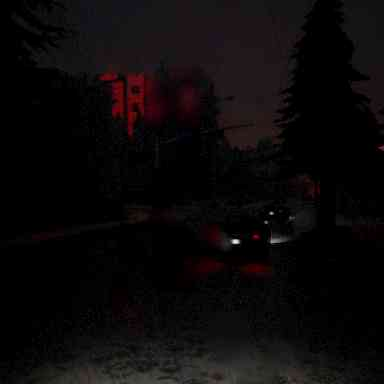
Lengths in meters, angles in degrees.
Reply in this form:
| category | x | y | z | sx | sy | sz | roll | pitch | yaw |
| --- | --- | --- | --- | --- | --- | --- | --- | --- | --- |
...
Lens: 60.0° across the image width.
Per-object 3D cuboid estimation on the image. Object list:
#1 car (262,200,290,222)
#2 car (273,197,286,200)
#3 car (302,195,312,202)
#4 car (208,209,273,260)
| category | x | y | z | sx | sy | sz | roll | pitch | yaw |
| --- | --- | --- | --- | --- | --- | --- | --- | --- | --- |
| car | 6.588 | 1.556 | 26.438 | 1.994 | 1.385 | 4.181 | 0 | 0 | 21 |
| car | 15.329 | 1.548 | 57.811 | 2.033 | 1.411 | 5.357 | 0 | 0 | 23 |
| car | 23.928 | 1.369 | 69.183 | 2.033 | 1.411 | 5.357 | 0 | 0 | 23 |
| car | 1.903 | 1.558 | 12.593 | 1.994 | 1.385 | 4.181 | 0 | 0 | 15 |
